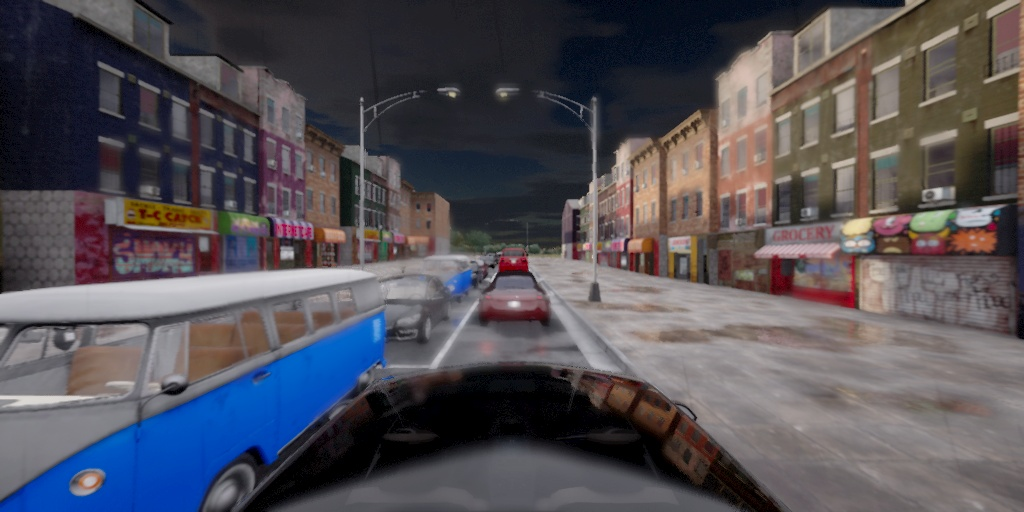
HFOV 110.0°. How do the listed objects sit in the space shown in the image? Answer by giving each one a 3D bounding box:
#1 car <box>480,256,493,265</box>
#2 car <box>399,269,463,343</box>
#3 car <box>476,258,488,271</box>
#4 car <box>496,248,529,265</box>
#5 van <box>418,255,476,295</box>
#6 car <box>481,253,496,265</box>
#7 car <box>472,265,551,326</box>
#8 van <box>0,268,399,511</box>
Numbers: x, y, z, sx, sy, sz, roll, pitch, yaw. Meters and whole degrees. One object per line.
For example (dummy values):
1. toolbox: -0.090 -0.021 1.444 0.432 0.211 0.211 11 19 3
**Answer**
1. car: -2.595 0.843 25.745 1.802 1.307 4.207 0 0 0
2. car: -2.624 1.175 9.113 2.007 1.370 4.403 0 0 0
3. car: -2.604 0.959 20.204 1.948 1.339 4.313 0 0 0
4. car: 0.131 0.424 28.103 2.150 2.045 5.566 0 1 0
5. van: -2.614 0.856 14.658 1.690 1.789 3.998 0 0 0
6. car: -2.575 0.568 36.818 1.948 1.339 4.313 0 0 0
7. car: 0.086 1.151 11.043 1.994 1.385 4.181 0 1 1
8. van: -2.634 1.061 3.566 1.690 1.789 3.998 0 0 0
